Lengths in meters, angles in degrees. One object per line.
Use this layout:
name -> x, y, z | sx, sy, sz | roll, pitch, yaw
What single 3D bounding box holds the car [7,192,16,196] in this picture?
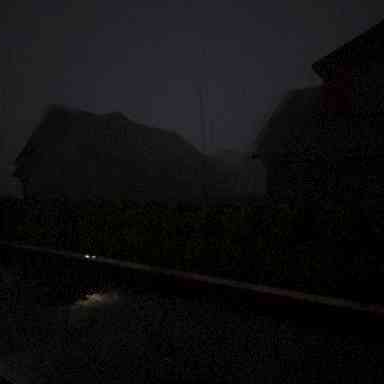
car -> -40.166, 0.979, 74.893 | 3.866, 1.878, 1.905 | 0, 0, 36
